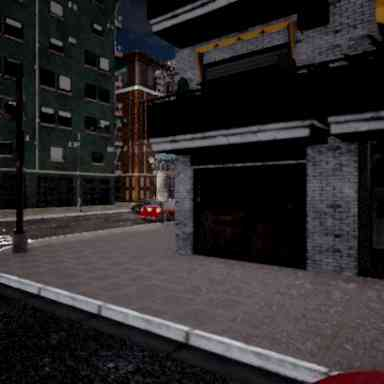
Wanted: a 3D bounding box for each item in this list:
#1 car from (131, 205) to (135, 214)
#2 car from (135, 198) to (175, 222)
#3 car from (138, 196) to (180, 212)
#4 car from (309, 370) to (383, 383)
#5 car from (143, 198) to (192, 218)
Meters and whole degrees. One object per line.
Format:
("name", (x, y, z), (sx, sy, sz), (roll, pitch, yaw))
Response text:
("car", (-3.682, 1.290, 30.714), (1.994, 1.385, 4.181), (0, 1, 35))
("car", (-1.735, 1.222, 23.781), (1.967, 1.590, 4.097), (1, 1, 35))
("car", (-3.430, 1.206, 35.407), (1.752, 1.417, 4.829), (1, 1, 35))
("car", (2.405, 1.544, 1.005), (4.507, 1.381, 1.887), (0, 0, 36))
("car", (-1.973, 1.307, 27.993), (1.994, 1.385, 4.181), (0, 1, 35))
